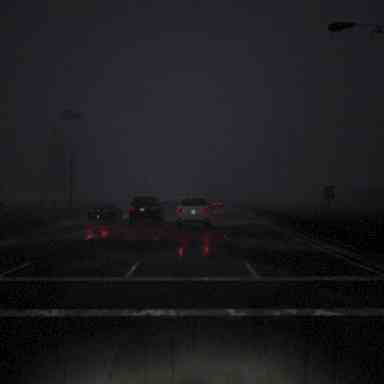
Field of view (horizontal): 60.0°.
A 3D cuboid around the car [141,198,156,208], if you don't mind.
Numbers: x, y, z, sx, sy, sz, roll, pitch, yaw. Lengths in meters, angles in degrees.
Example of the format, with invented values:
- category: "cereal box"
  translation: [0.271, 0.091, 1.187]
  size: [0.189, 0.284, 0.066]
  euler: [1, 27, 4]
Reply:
- category: "car"
  translation: [-6.930, 1.727, 53.464]
  size: [1.882, 1.535, 5.008]
  euler: [0, 0, 0]

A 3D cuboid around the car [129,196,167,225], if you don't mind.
- category: "car"
  translation: [-3.415, 1.341, 25.567]
  size: [2.150, 2.045, 5.566]
  euler: [0, 0, 0]

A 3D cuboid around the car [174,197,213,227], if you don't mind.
- category: "car"
  translation: [0.086, 1.332, 23.663]
  size: [2.150, 2.045, 5.566]
  euler: [0, 0, 0]

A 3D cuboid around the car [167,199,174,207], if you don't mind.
- category: "car"
  translation: [-3.429, 1.809, 52.471]
  size: [1.994, 1.385, 4.181]
  euler: [0, 0, 0]

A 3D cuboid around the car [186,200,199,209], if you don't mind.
- category: "car"
  translation: [0.072, 1.836, 50.459]
  size: [1.895, 1.301, 4.718]
  euler: [0, 0, 0]

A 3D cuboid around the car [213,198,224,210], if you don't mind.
- category: "car"
  translation: [3.474, 1.724, 46.802]
  size: [1.837, 1.490, 4.892]
  euler: [0, 0, 0]

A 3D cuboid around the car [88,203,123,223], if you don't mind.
- category: "car"
  translation: [-6.916, 1.618, 26.954]
  size: [2.128, 1.511, 4.902]
  euler: [0, 0, 0]

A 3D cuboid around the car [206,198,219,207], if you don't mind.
- category: "car"
  translation: [3.468, 1.815, 57.221]
  size: [2.033, 1.411, 5.357]
  euler: [0, 0, 0]
